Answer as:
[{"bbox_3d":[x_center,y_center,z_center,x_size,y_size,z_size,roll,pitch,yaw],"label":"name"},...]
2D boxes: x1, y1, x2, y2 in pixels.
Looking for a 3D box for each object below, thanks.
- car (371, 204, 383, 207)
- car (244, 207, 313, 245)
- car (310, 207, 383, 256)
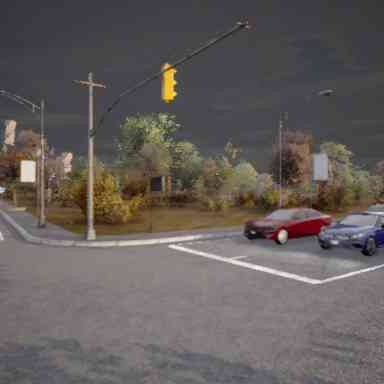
[{"bbox_3d":[12.375,1.525,21.353,4.892,1.490,1.837,0,0,-35],"label":"car"},{"bbox_3d":[4.685,1.490,15.916,5.008,1.535,1.882,0,0,-36],"label":"car"},{"bbox_3d":[7.024,1.538,13.292,4.674,1.442,1.812,0,0,-35],"label":"car"}]
